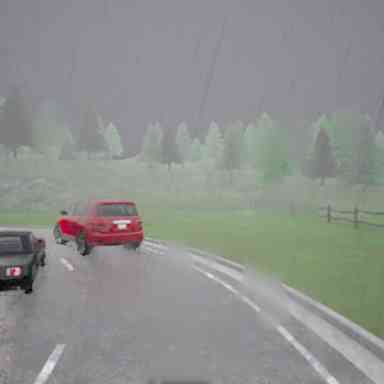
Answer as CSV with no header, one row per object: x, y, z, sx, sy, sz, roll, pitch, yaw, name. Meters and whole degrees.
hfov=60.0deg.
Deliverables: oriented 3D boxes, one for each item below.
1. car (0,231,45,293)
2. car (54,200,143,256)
-4.953,1.667,8.662,1.895,1.301,4.718,0,-1,-20,car
-4.057,1.334,13.969,2.150,2.045,5.566,1,-1,-36,car
